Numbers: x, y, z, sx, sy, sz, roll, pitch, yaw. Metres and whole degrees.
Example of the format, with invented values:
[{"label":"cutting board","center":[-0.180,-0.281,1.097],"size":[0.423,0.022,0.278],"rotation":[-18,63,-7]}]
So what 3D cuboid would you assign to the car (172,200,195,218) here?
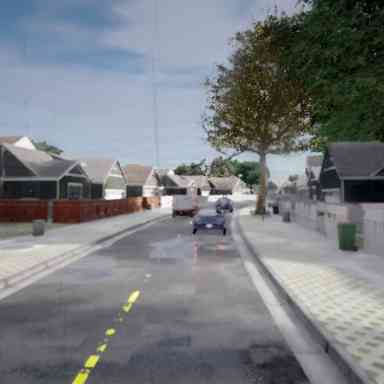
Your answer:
[{"label":"car","center":[-0.558,1.529,30.465],"size":[1.882,1.535,5.008],"rotation":[0,0,8]}]

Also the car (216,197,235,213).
[{"label":"car","center":[3.820,1.416,38.740],"size":[2.097,1.767,4.553],"rotation":[0,0,10]}]

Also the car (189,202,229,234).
[{"label":"car","center":[1.082,1.560,19.371],"size":[1.812,1.442,4.674],"rotation":[0,0,5]}]
